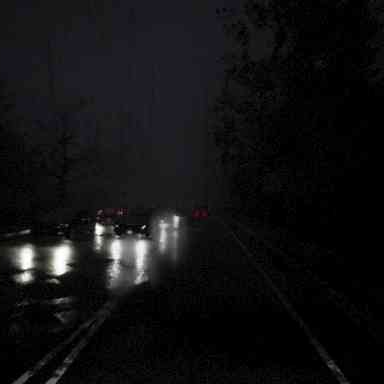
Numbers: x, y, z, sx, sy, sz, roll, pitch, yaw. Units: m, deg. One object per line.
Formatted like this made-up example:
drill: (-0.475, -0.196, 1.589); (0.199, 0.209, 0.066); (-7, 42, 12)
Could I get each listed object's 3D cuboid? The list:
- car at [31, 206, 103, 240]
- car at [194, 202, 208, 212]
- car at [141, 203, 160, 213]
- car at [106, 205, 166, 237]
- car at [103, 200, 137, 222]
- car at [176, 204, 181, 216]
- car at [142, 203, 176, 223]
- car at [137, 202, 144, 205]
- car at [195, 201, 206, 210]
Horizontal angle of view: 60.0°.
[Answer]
car: (-6.557, 1.527, 17.549); (1.882, 1.535, 5.008); (1, -1, 2)
car: (1.276, 2.158, 48.548); (2.128, 1.511, 4.902); (1, -1, 1)
car: (-5.761, 2.171, 46.606); (1.895, 1.301, 4.718); (1, -1, 1)
car: (-3.001, 1.657, 19.135); (2.033, 1.411, 5.357); (1, -1, 2)
car: (-6.253, 1.576, 27.447); (2.097, 1.767, 4.553); (1, -1, 1)
car: (-2.421, 1.984, 38.594); (1.812, 1.442, 4.674); (1, -1, 1)
car: (-2.746, 1.838, 28.347); (1.994, 1.385, 4.181); (1, -1, 2)
car: (-5.979, 1.895, 36.570); (1.837, 1.490, 4.892); (1, -1, 2)
car: (1.433, 2.383, 58.775); (1.895, 1.301, 4.718); (1, 0, 1)
